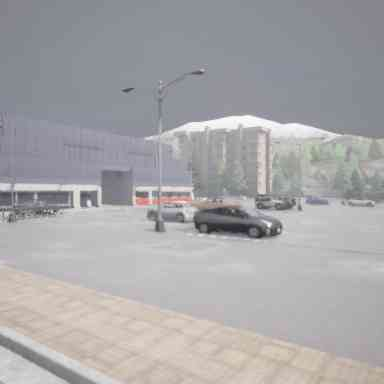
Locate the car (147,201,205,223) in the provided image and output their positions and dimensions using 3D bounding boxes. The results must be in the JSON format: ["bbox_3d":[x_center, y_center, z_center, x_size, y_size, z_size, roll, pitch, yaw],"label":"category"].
[{"bbox_3d":[-1.399,1.394,23.980,3.806,1.475,1.970,0,0,35],"label":"car"}]

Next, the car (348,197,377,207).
[{"bbox_3d":[25.976,1.562,50.813,3.806,1.475,1.970,0,0,35],"label":"car"}]

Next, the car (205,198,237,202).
[{"bbox_3d":[2.048,1.315,29.403,5.027,1.636,2.152,0,0,35],"label":"car"}]

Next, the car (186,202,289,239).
[{"bbox_3d":[2.235,1.474,16.916,4.514,1.523,2.007,0,0,35],"label":"car"}]

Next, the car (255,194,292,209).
[{"bbox_3d":[9.445,1.239,39.843,3.866,1.878,1.905,0,0,35],"label":"car"}]

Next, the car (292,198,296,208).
[{"bbox_3d":[10.789,1.259,42.452,4.605,1.855,1.932,0,0,35],"label":"car"}]

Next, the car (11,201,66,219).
[{"bbox_3d":[-14.128,1.607,30.951,2.128,1.511,4.902,0,0,36],"label":"car"}]

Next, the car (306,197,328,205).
[{"bbox_3d":[21.645,1.536,57.535,3.633,1.501,1.845,0,0,35],"label":"car"}]
